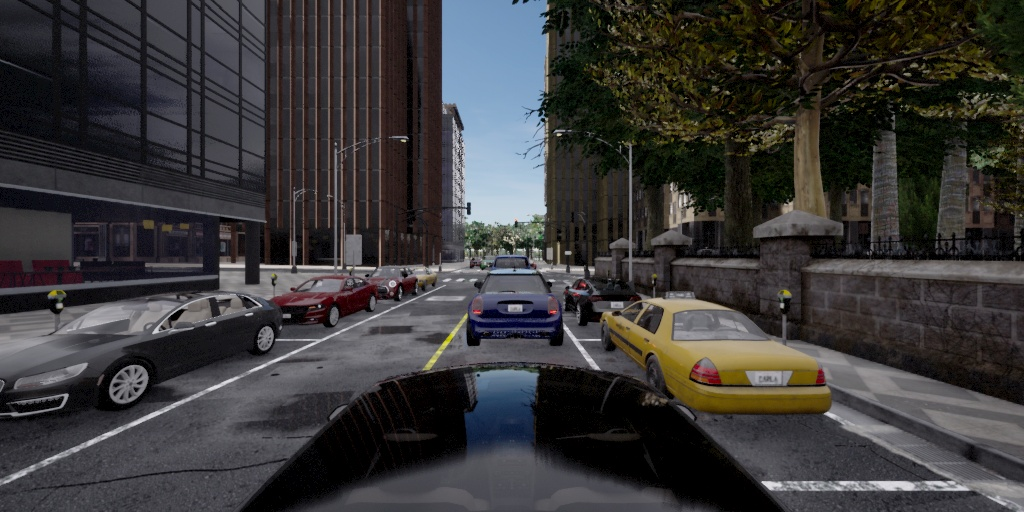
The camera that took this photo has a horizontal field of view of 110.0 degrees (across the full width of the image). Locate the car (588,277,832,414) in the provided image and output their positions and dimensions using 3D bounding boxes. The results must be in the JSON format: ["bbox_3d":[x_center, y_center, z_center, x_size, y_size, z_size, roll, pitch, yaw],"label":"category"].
[{"bbox_3d":[2.755,1.275,6.163,1.751,1.417,4.829,0,0,0],"label":"car"}]

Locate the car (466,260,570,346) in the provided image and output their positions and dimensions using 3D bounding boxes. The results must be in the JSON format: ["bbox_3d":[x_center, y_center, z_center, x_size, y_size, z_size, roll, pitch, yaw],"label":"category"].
[{"bbox_3d":[0.039,1.102,9.552,2.097,1.767,4.553,0,0,-1],"label":"car"}]

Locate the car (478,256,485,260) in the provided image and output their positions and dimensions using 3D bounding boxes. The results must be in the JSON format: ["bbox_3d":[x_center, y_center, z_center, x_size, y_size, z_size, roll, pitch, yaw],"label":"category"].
[{"bbox_3d":[-3.189,0.978,51.229,2.150,2.045,5.566,0,0,-1],"label":"car"}]

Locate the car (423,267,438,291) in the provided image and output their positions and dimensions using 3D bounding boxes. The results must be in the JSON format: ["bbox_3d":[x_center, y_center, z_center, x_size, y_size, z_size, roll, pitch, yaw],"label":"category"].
[{"bbox_3d":[-5.799,1.275,22.176,1.751,1.417,4.829,0,0,0],"label":"car"}]

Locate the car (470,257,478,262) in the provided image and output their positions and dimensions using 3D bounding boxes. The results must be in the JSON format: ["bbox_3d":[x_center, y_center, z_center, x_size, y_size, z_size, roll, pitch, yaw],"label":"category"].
[{"bbox_3d":[-5.864,1.074,59.754,2.192,1.841,5.009,0,0,0],"label":"car"}]

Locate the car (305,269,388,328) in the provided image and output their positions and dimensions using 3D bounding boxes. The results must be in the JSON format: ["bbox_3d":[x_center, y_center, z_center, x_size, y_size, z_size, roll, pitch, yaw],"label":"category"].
[{"bbox_3d":[-5.780,1.294,11.433,1.888,1.381,4.507,0,0,0],"label":"car"}]

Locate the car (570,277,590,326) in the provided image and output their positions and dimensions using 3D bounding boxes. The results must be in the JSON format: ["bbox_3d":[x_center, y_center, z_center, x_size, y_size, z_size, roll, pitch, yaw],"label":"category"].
[{"bbox_3d":[2.745,1.315,11.450,1.948,1.339,4.313,0,0,0],"label":"car"}]

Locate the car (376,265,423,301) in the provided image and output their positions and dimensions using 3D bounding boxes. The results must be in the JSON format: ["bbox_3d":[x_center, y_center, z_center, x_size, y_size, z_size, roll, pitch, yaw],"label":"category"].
[{"bbox_3d":[-5.789,1.189,16.890,1.967,1.591,4.097,0,0,0],"label":"car"}]

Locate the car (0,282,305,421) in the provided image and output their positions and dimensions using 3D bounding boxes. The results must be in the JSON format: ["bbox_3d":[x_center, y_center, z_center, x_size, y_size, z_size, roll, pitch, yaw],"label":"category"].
[{"bbox_3d":[-5.770,1.300,5.976,2.007,1.370,4.403,0,0,0],"label":"car"}]

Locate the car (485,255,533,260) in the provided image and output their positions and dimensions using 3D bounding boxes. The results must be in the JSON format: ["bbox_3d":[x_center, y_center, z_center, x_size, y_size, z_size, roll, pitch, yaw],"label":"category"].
[{"bbox_3d":[-0.025,0.971,18.987,2.150,2.045,5.566,0,0,0],"label":"car"}]
